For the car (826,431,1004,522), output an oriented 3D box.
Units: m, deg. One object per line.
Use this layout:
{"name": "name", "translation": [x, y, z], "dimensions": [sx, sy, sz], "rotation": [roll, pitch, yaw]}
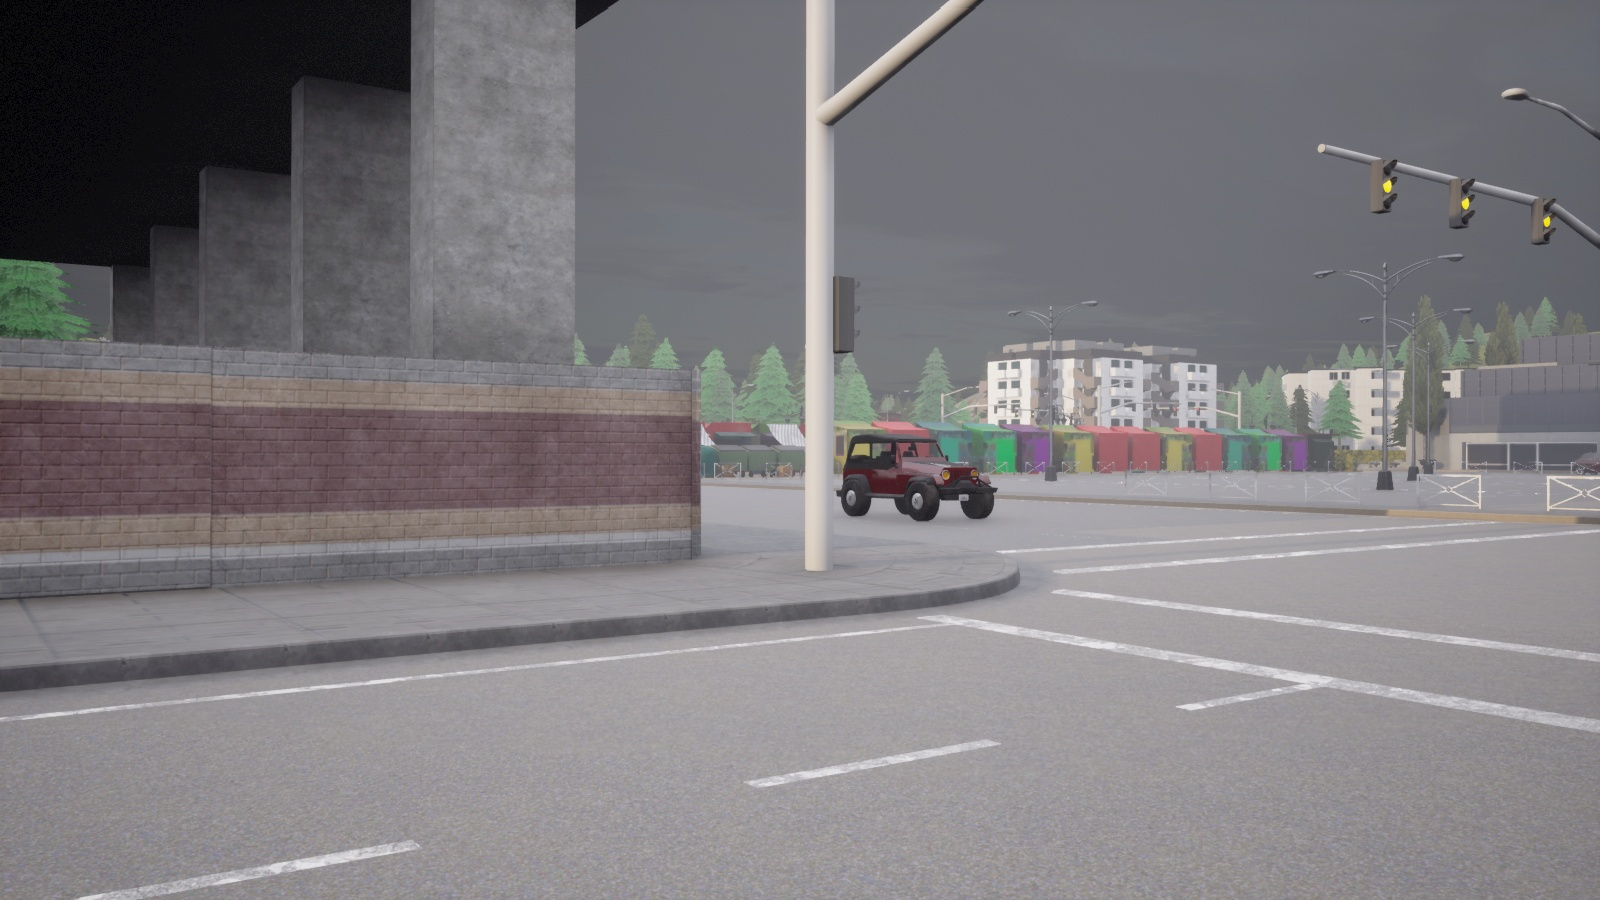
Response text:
{"name": "car", "translation": [2.491, 0.549, 28.043], "dimensions": [1.905, 1.878, 3.866], "rotation": [0, 0, -35]}
